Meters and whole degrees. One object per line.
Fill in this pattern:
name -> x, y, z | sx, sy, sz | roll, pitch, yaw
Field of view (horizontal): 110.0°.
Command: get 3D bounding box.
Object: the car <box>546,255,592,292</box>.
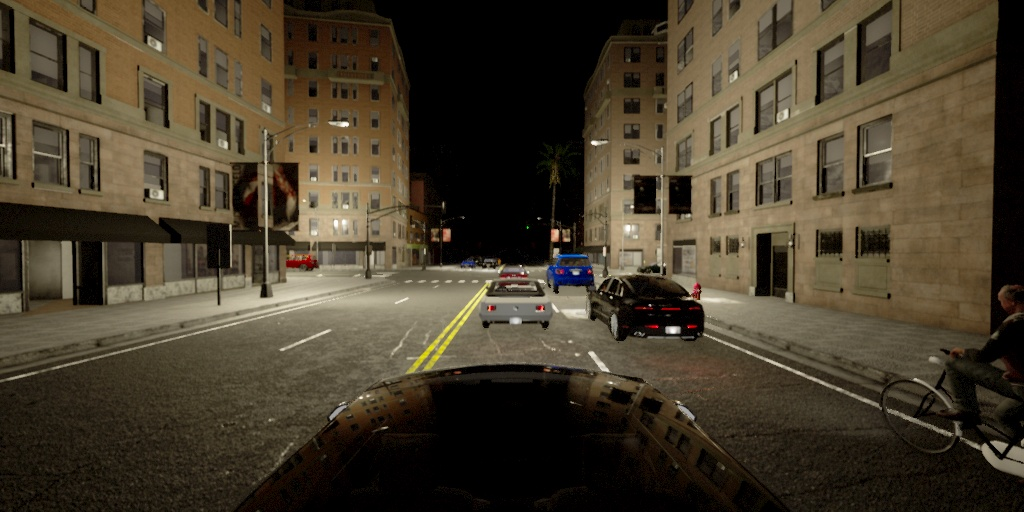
car -> 3.275, 0.948, 20.905 | 2.150, 2.045, 5.566 | 0, 1, 0

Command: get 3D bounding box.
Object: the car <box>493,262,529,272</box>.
car -> 0.101, 1.269, 22.252 | 2.033, 1.411, 5.357 | 0, 0, 0

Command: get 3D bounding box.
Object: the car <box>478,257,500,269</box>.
car -> -3.342, 1.171, 53.164 | 2.128, 1.511, 4.902 | 0, 0, 0

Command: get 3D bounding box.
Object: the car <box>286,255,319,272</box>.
car -> -23.892, 0.788, 39.177 | 5.009, 1.841, 2.192 | 0, 0, -9

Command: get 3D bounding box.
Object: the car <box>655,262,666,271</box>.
car -> 16.210, 1.472, 33.681 | 4.313, 1.339, 1.948 | 0, 0, 0

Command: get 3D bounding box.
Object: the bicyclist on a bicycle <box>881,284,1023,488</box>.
bicyclist on a bicycle -> 4.146, 1.119, 3.121 | 0.659, 1.776, 1.843 | 0, 0, 0

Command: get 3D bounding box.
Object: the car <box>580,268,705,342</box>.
car -> 3.311, 1.245, 9.758 | 1.837, 1.490, 4.892 | 0, 0, 0

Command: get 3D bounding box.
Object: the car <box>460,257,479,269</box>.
car -> -6.582, 1.203, 54.473 | 1.812, 1.442, 4.674 | 0, 0, 1

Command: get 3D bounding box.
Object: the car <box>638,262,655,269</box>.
car -> 16.059, 1.377, 39.629 | 4.181, 1.385, 1.994 | 0, 1, 0

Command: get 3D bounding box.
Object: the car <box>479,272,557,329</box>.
car -> 0.102, 1.337, 11.211 | 1.895, 1.301, 4.718 | 0, 0, 0

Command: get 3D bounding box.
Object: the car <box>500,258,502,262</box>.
car -> -3.316, 1.213, 62.908 | 2.033, 1.411, 5.357 | 0, 0, 0

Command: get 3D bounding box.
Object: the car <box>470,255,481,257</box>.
car -> -6.560, 0.884, 64.180 | 2.150, 2.045, 5.566 | 0, 0, 0
